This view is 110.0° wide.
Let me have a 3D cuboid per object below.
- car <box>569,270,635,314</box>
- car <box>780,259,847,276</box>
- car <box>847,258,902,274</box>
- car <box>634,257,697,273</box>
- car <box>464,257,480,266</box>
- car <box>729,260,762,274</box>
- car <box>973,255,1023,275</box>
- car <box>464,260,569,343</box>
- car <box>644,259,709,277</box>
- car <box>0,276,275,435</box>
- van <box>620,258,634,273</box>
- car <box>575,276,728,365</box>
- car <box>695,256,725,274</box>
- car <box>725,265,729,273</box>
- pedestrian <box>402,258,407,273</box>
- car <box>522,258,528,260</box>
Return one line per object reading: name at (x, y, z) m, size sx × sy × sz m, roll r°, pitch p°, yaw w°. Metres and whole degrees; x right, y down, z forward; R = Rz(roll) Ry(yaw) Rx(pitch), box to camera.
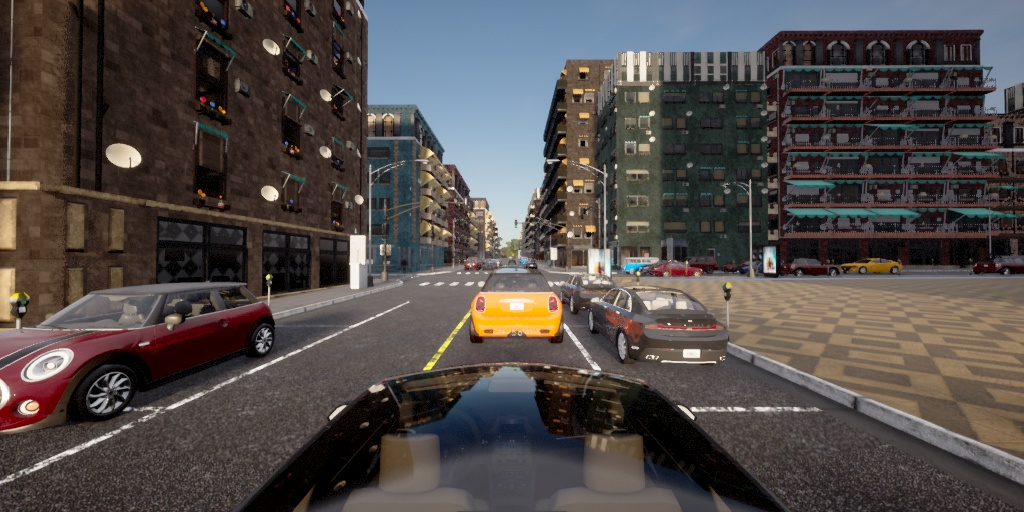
car at (2.829, 1.304, 13.398) m, size 2.007 × 1.370 × 4.403 m, roll 0°, pitch 0°, yaw 0°
car at (24.783, 0.935, 29.930) m, size 4.097 × 1.591 × 1.967 m, roll 0°, pitch 0°, yaw 0°
car at (35.624, 0.977, 35.636) m, size 5.008 × 1.535 × 1.882 m, roll 0°, pitch -1°, yaw 1°
car at (15.225, 1.147, 35.807) m, size 4.902 × 1.511 × 2.128 m, roll 0°, pitch -1°, yaw 1°
car at (-5.655, 1.083, 51.636) m, size 2.192 × 1.841 × 5.009 m, roll 0°, pitch 0°, yaw 0°
car at (25.175, 1.126, 35.728) m, size 5.357 × 1.411 × 2.033 m, roll 0°, pitch -1°, yaw 0°
car at (41.364, 0.811, 29.799) m, size 4.097 × 1.591 × 1.967 m, roll 0°, pitch 0°, yaw 0°
car at (0.103, 1.104, 9.809) m, size 2.097 × 1.767 × 4.553 m, roll 0°, pitch 0°, yaw 0°
car at (13.728, 1.162, 30.017) m, size 4.207 × 1.307 × 1.802 m, roll 0°, pitch 0°, yaw 0°
car at (-5.816, 1.191, 5.598) m, size 1.967 × 1.591 × 4.097 m, roll 0°, pitch 0°, yaw 0°
van at (13.796, 1.045, 38.397) m, size 3.998 × 1.789 × 1.690 m, roll 0°, pitch 0°, yaw 0°
car at (2.825, 1.302, 7.828) m, size 2.007 × 1.370 × 4.403 m, roll 0°, pitch 0°, yaw 0°
car at (19.323, 0.977, 38.354) m, size 5.009 × 1.841 × 2.192 m, roll 0°, pitch 0°, yaw 0°
car at (24.851, 1.165, 38.310) m, size 4.507 × 1.381 × 1.888 m, roll 0°, pitch 0°, yaw 0°
pedestrian at (-12.501, 1.097, 41.566) m, size 0.375 × 1.860 × 0.375 m, roll 0°, pitch 0°, yaw 0°
car at (2.726, 1.334, 51.591) m, size 1.948 × 1.339 × 4.313 m, roll 0°, pitch 0°, yaw 0°
